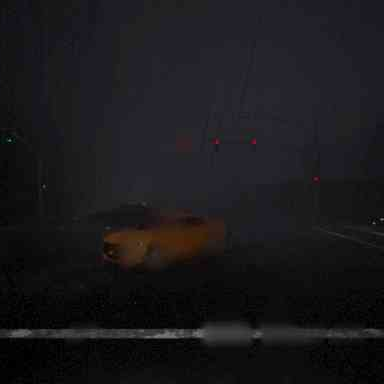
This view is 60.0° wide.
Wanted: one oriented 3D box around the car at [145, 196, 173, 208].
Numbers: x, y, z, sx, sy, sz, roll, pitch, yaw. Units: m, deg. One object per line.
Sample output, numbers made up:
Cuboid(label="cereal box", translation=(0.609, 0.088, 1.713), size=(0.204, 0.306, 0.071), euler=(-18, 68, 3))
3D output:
Cuboid(label="car", translation=(-3.558, 1.352, 37.033), size=(2.097, 1.767, 4.553), euler=(0, 0, 0))

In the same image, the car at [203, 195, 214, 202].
Cuboid(label="car", translation=(3.561, 1.386, 73.918), size=(2.128, 1.511, 4.902), euler=(0, 0, 0))

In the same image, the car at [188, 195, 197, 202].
Cuboid(label="car", translation=(0.061, 1.413, 73.921), size=(1.994, 1.385, 4.181), euler=(0, 0, 0))

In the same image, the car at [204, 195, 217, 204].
Cuboid(label="car", translation=(3.552, 1.352, 63.779), size=(2.097, 1.767, 4.553), euler=(0, 0, 0))

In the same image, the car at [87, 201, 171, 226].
Cuboid(label="car", translation=(-4.026, 1.510, 20.990), size=(5.008, 1.535, 1.882), euler=(0, 0, 0))

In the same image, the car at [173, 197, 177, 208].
Cuboid(label="car", translation=(-3.556, 1.564, 45.603), size=(1.994, 1.385, 4.181), euler=(0, 0, 0))

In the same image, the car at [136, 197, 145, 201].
Cuboid(label="car", translation=(-7.059, 1.478, 42.234), size=(1.882, 1.535, 5.008), euler=(0, 0, 0))

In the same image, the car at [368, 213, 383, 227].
Cuboid(label="car", translation=(14.260, 1.603, 21.079), size=(5.357, 1.411, 2.033), euler=(0, 0, 2))

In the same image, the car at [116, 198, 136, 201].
Cuboid(label="car", translation=(-7.067, 1.526, 32.940), size=(1.812, 1.442, 4.674), euler=(0, 0, 0))

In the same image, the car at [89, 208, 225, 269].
Cuboid(label="car", translation=(-0.795, 1.502, 11.665), size=(1.882, 1.535, 5.008), euler=(-1, -1, 39))

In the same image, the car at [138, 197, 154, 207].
Cuboid(label="car", translation=(-7.048, 1.505, 51.720), size=(1.837, 1.490, 4.892), euler=(0, 0, 0))

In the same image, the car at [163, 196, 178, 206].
Cuboid(label="car", translation=(-3.534, 1.492, 55.661), size=(2.128, 1.511, 4.902), euler=(0, 0, 0))

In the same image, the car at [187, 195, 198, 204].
Cuboid(label="car", translation=(0.052, 1.505, 63.812), size=(1.837, 1.490, 4.892), euler=(0, 0, 0))

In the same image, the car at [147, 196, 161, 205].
Cuboid(label="car", translation=(-7.012, 1.492, 62.128), size=(2.128, 1.511, 4.902), euler=(0, 0, 0))
